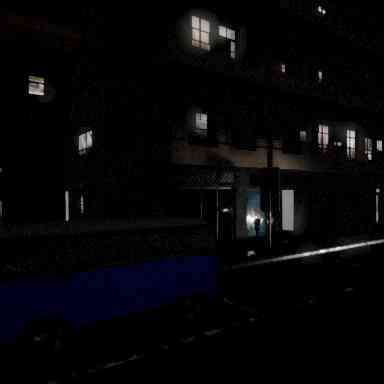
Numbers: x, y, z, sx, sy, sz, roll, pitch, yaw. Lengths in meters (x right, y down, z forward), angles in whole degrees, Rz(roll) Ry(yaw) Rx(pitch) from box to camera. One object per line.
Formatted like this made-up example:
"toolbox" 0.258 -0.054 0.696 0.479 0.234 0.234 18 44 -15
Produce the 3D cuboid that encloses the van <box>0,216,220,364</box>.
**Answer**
"van" -1.411 1.341 5.559 3.998 1.788 1.690 0 0 -35
